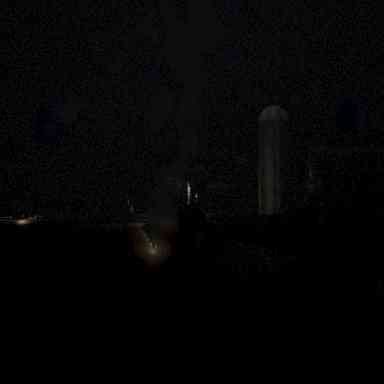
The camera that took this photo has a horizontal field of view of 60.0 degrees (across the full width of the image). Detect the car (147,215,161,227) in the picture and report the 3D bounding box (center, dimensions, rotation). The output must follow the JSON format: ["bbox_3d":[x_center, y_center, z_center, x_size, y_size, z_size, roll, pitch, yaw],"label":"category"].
[{"bbox_3d":[-5.667,4.482,49.706,1.895,1.301,4.718,1,-3,-11],"label":"car"}]

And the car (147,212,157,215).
[{"bbox_3d":[-10.530,6.142,89.467,1.882,1.535,5.008,1,-3,-11],"label":"car"}]
